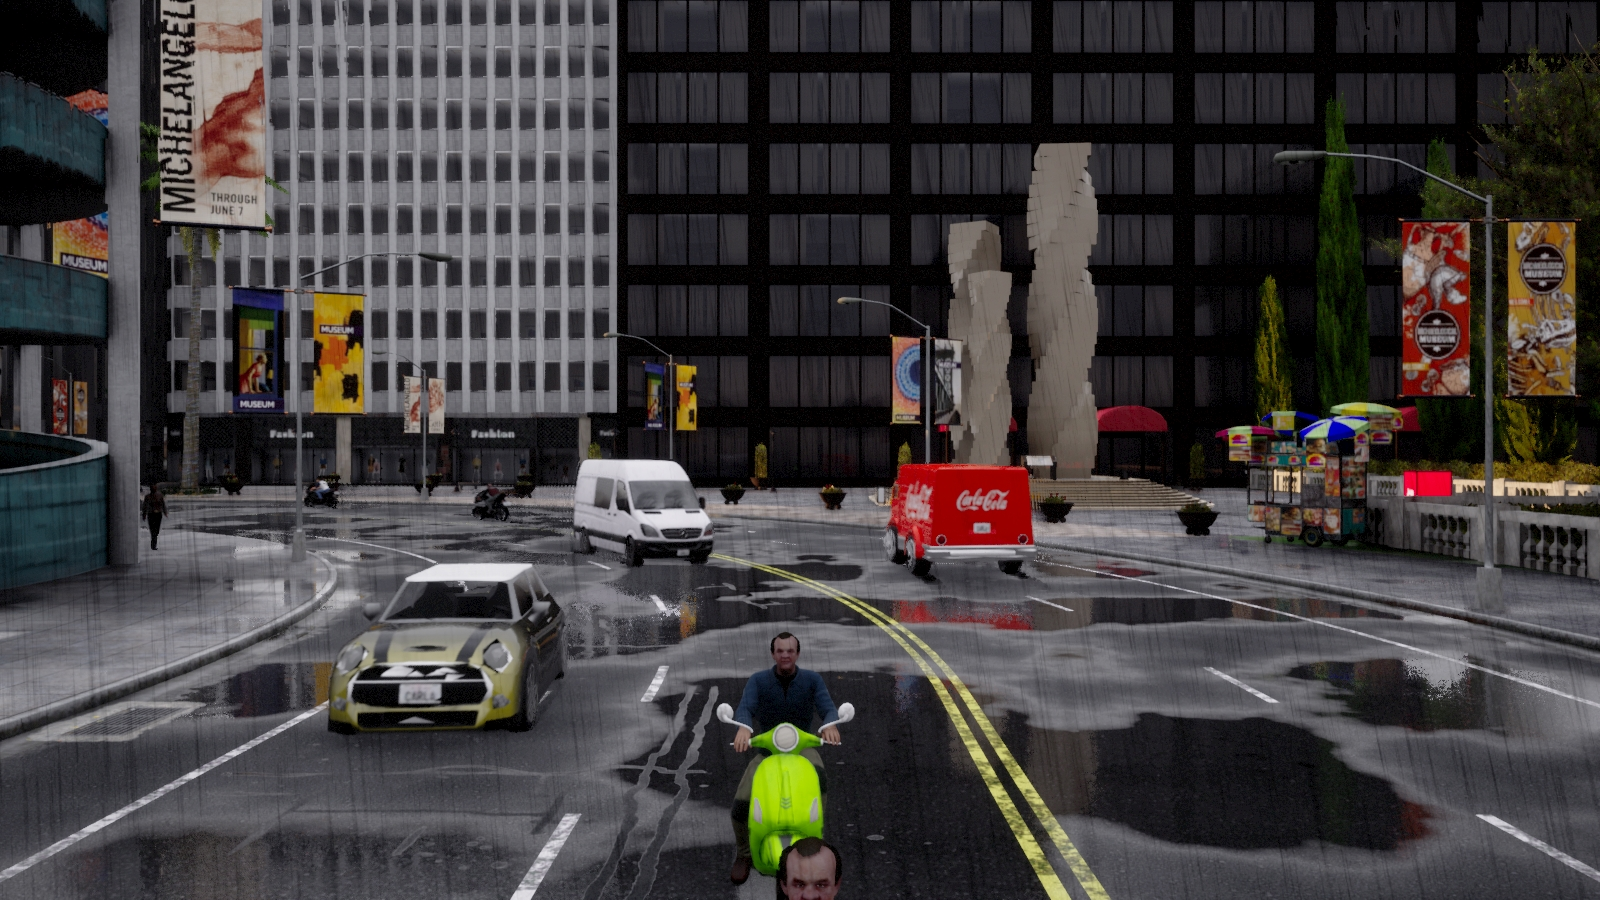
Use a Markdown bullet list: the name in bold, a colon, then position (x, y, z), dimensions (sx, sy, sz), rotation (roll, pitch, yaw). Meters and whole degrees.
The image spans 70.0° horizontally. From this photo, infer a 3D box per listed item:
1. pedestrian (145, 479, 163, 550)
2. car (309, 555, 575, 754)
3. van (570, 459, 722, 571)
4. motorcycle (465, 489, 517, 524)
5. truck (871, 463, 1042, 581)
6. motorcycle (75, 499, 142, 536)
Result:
- **pedestrian**: position (-17.158, 1.709, 30.345), dimensions (0.375, 1.860, 0.375), rotation (0, 0, -35)
- **car**: position (-3.695, 2.070, 12.521), dimensions (1.970, 1.475, 3.806), rotation (0, 0, -4)
- **van**: position (-4.132, 1.546, 29.600), dimensions (1.988, 2.561, 5.915), rotation (1, 0, -28)
- **motorcycle**: position (-12.215, 2.223, 45.103), dimensions (2.209, 1.251, 0.867), rotation (0, 1, 39)
- **truck**: position (3.531, 1.577, 27.105), dimensions (2.627, 2.467, 5.204), rotation (0, 0, -9)
- **motorcycle**: position (-22.983, 2.228, 37.984), dimensions (2.033, 1.145, 0.803), rotation (0, 0, 20)
